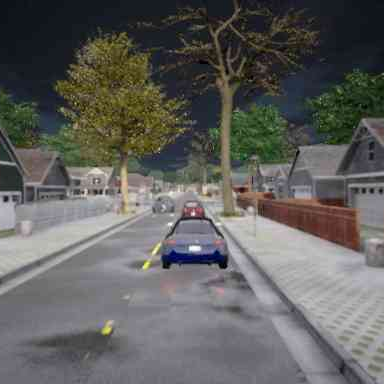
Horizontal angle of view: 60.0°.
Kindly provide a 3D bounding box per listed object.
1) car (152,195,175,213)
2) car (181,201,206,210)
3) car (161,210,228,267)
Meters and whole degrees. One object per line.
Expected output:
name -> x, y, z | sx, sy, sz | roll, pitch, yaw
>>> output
car -> -2.831, 1.210, 34.003 | 2.097, 1.767, 4.553 | 0, 0, 0
car -> 0.089, 1.416, 26.381 | 1.812, 1.442, 4.674 | 0, 0, 0
car -> 0.085, 1.518, 11.176 | 1.994, 1.385, 4.181 | 0, 0, 0
